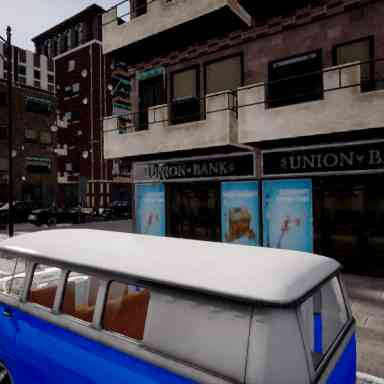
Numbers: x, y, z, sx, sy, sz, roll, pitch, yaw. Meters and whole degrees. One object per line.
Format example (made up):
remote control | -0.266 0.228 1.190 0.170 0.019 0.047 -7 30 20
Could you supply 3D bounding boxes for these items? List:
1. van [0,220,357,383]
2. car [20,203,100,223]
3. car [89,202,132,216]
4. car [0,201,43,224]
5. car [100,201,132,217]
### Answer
van | -0.550 1.342 3.242 3.998 1.788 1.690 0 -1 35
car | -8.723 1.583 22.381 1.947 1.339 4.313 -2 -1 36
car | -8.852 1.798 36.432 1.947 1.339 4.313 -2 -1 36
car | -13.447 1.474 25.733 2.097 1.767 4.553 -1 -1 36
car | -7.371 1.671 34.064 2.128 1.511 4.902 -1 -1 36
